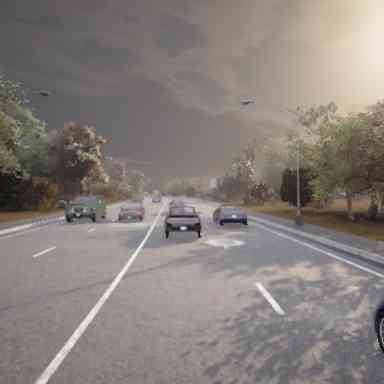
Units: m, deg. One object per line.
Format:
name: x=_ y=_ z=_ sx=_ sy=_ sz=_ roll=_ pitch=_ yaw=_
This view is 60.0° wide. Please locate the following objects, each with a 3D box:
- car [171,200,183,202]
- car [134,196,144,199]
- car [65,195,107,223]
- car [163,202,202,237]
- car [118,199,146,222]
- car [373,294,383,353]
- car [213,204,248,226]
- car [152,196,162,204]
car: x=-1.603 y=1.570 z=36.474 sx=2.033 sy=1.411 sz=5.357 roll=0 pitch=0 yaw=-4
car: x=-10.648 y=1.547 z=67.492 sx=1.837 sy=1.490 sz=4.892 roll=0 pitch=0 yaw=-4
car: x=-8.183 y=1.247 z=26.222 sx=2.150 sy=2.045 sz=5.566 roll=0 pitch=0 yaw=-3
car: x=-0.526 y=1.503 z=18.176 sx=2.128 sy=1.511 sz=4.902 roll=0 pitch=0 yaw=-3
car: x=-4.692 y=1.547 z=26.483 sx=1.812 sy=1.442 sz=4.674 roll=0 pitch=0 yaw=-3
car: x=3.514 y=1.522 z=2.806 sx=1.812 sy=1.442 sz=4.674 roll=0 pitch=0 yaw=-1
car: x=2.660 y=1.574 z=23.904 sx=1.994 sy=1.385 sz=4.181 roll=0 pitch=0 yaw=-3
car: x=-7.155 y=1.565 z=67.709 sx=2.128 sy=1.511 sz=4.902 roll=0 pitch=0 yaw=-4
